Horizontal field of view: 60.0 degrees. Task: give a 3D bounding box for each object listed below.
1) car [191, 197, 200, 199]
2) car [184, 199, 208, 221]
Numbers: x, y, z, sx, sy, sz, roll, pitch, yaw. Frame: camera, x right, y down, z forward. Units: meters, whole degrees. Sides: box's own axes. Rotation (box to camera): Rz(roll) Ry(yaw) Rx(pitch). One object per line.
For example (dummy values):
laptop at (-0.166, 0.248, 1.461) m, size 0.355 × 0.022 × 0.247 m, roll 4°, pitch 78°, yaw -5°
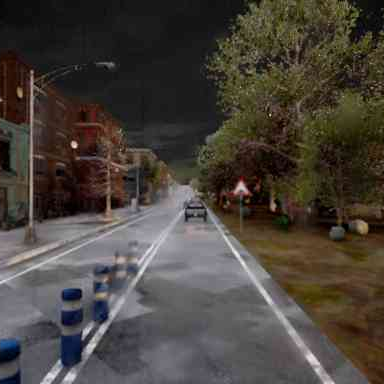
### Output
car at (0.615, 1.584, 53.181) m, size 2.097 × 1.767 × 4.553 m, roll 0°, pitch 0°, yaw 1°
car at (0.336, 1.658, 29.136) m, size 2.128 × 1.511 × 4.902 m, roll 0°, pitch 0°, yaw 1°
